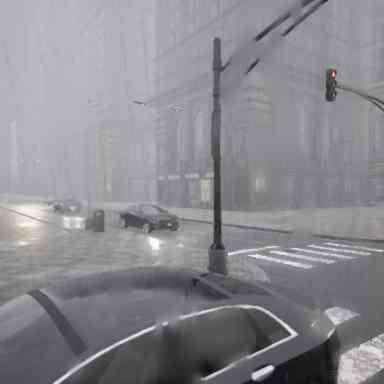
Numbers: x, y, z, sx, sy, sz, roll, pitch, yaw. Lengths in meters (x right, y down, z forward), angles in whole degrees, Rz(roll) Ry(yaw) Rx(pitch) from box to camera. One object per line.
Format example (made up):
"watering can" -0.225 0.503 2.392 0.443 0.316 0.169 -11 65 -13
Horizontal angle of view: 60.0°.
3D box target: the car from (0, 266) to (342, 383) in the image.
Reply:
"car" -0.745 1.506 2.545 4.892 1.490 1.837 0 2 -37

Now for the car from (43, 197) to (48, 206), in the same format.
"car" -21.957 1.446 52.133 1.812 1.442 4.674 0 0 -35

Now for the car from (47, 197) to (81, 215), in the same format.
"car" -12.851 1.463 34.041 2.128 1.511 4.902 0 0 -35

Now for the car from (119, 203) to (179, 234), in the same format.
"car" -2.647 1.470 19.712 1.882 1.535 5.008 0 0 -36

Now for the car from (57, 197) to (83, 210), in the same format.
"car" -16.317 1.489 44.318 2.033 1.411 5.357 0 0 -35
